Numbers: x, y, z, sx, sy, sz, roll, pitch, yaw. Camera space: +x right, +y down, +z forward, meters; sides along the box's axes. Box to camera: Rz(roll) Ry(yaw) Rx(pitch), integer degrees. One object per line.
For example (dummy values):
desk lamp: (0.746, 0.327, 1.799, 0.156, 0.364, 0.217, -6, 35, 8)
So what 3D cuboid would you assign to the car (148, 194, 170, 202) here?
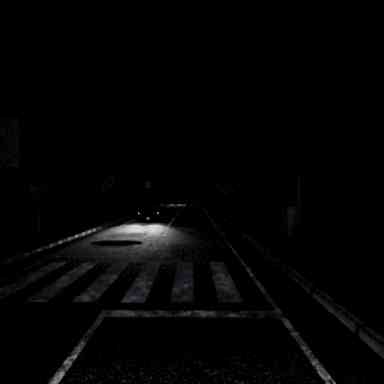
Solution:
car: (-8.712, 1.908, 85.248, 4.892, 1.521, 2.231, 0, -1, 0)

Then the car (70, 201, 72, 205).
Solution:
car: (-21.873, 1.737, 54.031, 4.674, 1.452, 2.002, 0, 0, 0)

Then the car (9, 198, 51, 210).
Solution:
car: (-21.897, 1.680, 44.333, 4.674, 1.452, 2.002, 0, 0, 0)

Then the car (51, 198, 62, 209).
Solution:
car: (-21.886, 1.660, 47.609, 4.892, 1.521, 2.231, 0, 0, 0)

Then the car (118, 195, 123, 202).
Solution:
car: (-21.796, 1.922, 88.084, 5.008, 1.535, 2.097, 0, -1, 0)

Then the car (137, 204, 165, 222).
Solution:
car: (-3.322, 1.714, 27.438, 1.895, 1.301, 4.718, 0, 0, 0)

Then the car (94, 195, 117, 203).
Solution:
car: (-21.799, 1.869, 82.516, 5.008, 1.535, 2.097, 0, 0, 0)

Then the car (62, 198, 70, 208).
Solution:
car: (-21.889, 1.678, 50.882, 5.008, 1.535, 2.097, 0, 0, 0)

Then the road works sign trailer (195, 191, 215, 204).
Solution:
road works sign trailer: (2.461, 1.392, 64.626, 3.560, 2.880, 2.380, -4, 45, -44)

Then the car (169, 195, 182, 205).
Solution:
car: (-3.150, 1.861, 68.507, 1.812, 1.442, 4.674, 0, 0, 0)
